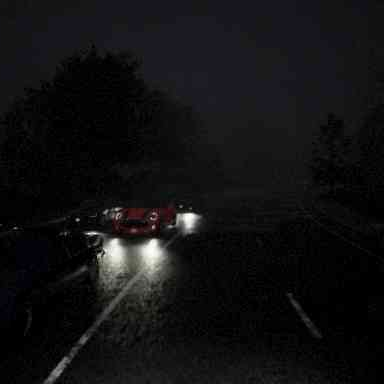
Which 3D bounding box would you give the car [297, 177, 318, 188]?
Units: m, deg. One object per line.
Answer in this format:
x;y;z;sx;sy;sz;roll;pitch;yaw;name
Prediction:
23.729;-1.997;69.198;2.150;2.045;5.566;-1;3;38;car

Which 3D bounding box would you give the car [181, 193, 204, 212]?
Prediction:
-0.346;0.752;25.871;1.994;1.385;4.181;0;3;13;car

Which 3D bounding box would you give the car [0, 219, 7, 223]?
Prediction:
-6.555;1.372;8.588;1.837;1.490;4.892;0;1;5;car

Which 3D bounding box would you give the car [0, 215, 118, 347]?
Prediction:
-3.242;1.457;6.472;2.033;1.411;5.357;0;1;3;car

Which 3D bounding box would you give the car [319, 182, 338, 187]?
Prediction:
28.394;-1.881;69.511;1.812;1.442;4.674;-1;2;41;car

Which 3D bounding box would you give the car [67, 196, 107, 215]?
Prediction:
-5.275;1.045;18.919;1.837;1.490;4.892;0;2;10;car

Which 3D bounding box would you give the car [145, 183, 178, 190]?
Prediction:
-2.861;0.243;30.292;2.150;2.045;5.566;0;3;15;car

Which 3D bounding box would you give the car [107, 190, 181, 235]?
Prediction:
-2.135;0.978;16.259;2.097;1.767;4.553;0;2;9;car

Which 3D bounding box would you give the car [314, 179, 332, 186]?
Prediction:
30.535;-2.242;77.387;2.033;1.411;5.357;-1;2;43;car
